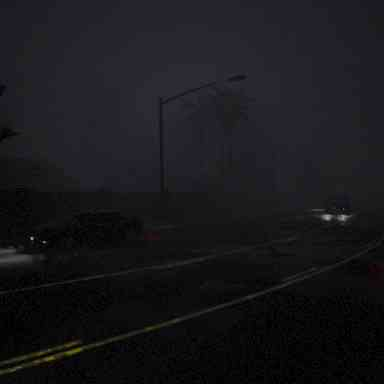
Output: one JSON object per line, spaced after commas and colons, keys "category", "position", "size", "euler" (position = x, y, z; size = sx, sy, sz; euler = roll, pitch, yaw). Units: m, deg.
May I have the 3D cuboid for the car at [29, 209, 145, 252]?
{"category": "car", "position": [-4.340, 1.546, 14.354], "size": [4.892, 1.490, 1.837], "euler": [0, 0, -44]}

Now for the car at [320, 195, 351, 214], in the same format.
{"category": "car", "position": [16.290, 1.329, 37.061], "size": [2.150, 2.045, 5.566], "euler": [-1, -1, 33]}

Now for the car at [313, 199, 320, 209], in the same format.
{"category": "car", "position": [18.877, 1.701, 47.599], "size": [2.033, 1.411, 5.357], "euler": [-1, 0, 33]}
